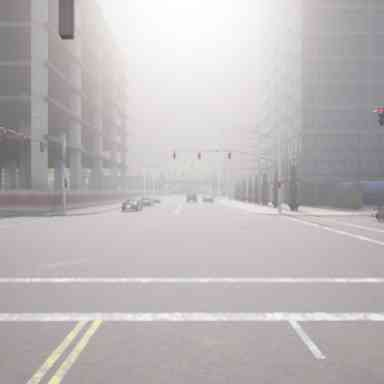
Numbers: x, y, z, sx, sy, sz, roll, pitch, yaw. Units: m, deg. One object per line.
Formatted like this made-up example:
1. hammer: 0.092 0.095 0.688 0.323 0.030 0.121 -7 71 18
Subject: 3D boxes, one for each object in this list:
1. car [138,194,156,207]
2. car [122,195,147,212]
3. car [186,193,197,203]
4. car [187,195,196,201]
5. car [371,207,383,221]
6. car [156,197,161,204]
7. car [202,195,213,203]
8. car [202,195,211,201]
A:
1. car: -7.118 1.507 51.486 1.837 1.490 4.892 0 1 0
2. car: -7.119 1.497 39.817 2.128 1.511 4.902 0 0 0
3. car: -0.055 1.231 69.552 2.150 2.045 5.566 0 0 0
4. car: -0.063 1.448 80.174 2.033 1.411 5.357 0 0 0
5. car: 16.349 1.496 25.364 4.902 1.511 2.128 0 0 0
6. car: -7.090 1.573 64.655 1.994 1.385 4.181 0 0 1
7. car: 3.445 1.533 70.134 1.812 1.442 4.674 0 0 0
8. car: 3.437 1.408 80.177 1.837 1.490 4.892 0 0 0
